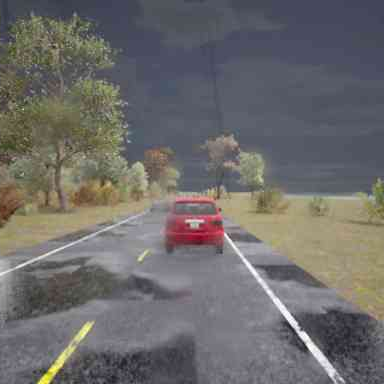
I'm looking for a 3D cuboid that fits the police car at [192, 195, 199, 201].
[{"bbox_3d":[1.048,1.551,92.502,1.930,1.638,5.238,0,0,0],"label":"police car"}]

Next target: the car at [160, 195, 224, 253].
[{"bbox_3d":[0.093,1.247,14.010,2.150,2.045,5.566,0,0,0],"label":"car"}]

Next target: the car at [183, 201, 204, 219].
[{"bbox_3d":[0.094,1.578,31.075,1.812,1.442,4.674,0,0,0],"label":"car"}]

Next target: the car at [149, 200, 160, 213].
[{"bbox_3d":[-3.595,1.587,37.313,1.812,1.442,4.674,0,0,0],"label":"car"}]
